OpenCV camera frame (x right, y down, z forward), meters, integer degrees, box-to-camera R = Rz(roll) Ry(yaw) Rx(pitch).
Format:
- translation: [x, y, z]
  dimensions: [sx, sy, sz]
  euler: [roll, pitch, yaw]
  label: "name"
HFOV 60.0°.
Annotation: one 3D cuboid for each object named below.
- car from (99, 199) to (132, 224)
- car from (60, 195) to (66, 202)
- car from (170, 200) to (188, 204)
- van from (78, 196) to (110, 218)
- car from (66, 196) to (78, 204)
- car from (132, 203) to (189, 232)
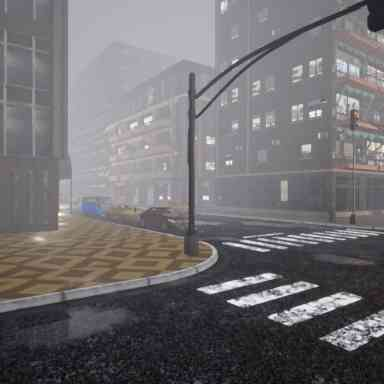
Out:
- translation: [-4.883, 1.459, 24.289]
  dimensions: [1.752, 1.417, 4.829]
  euler: [0, 0, -36]
  label: "car"
- translation: [-27.877, 1.360, 70.733]
  dimensions: [1.967, 1.590, 4.097]
  euler: [0, 0, -36]
  label: "car"
- translation: [-1.572, 1.488, 34.051]
  dimensions: [1.752, 1.417, 4.829]
  euler: [0, 0, -36]
  label: "car"
- translation: [-8.282, 1.265, 29.030]
  dimensions: [1.690, 1.788, 3.998]
  euler: [0, 0, -36]
  label: "van"
- translation: [-21.375, 1.447, 61.667]
  dimensions: [1.752, 1.417, 4.829]
  euler: [0, 0, -36]
  label: "car"
- translation: [-1.683, 1.526, 19.825]
  dimensions: [1.802, 1.307, 4.206]
  euler: [0, 0, -36]
  label: "car"
